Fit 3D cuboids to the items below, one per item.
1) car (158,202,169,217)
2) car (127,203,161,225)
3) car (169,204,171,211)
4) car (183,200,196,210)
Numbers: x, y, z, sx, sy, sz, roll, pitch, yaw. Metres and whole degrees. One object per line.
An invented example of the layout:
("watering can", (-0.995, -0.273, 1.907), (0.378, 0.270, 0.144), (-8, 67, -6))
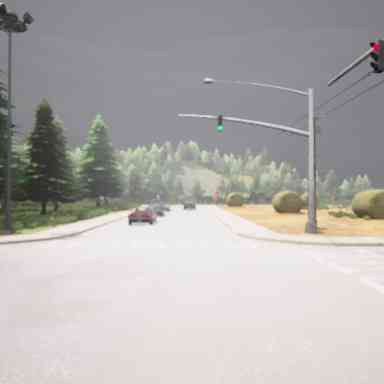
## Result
("car", (-3.931, 1.878, 36.148), (2.033, 1.411, 5.357), (0, -1, 0))
("car", (-3.849, 1.841, 26.466), (1.895, 1.301, 4.718), (0, -1, 0))
("car", (-4.017, 2.025, 46.257), (1.895, 1.301, 4.718), (0, -1, 0))
("car", (-0.384, 2.008, 51.562), (1.812, 1.442, 4.674), (0, -1, -1))
